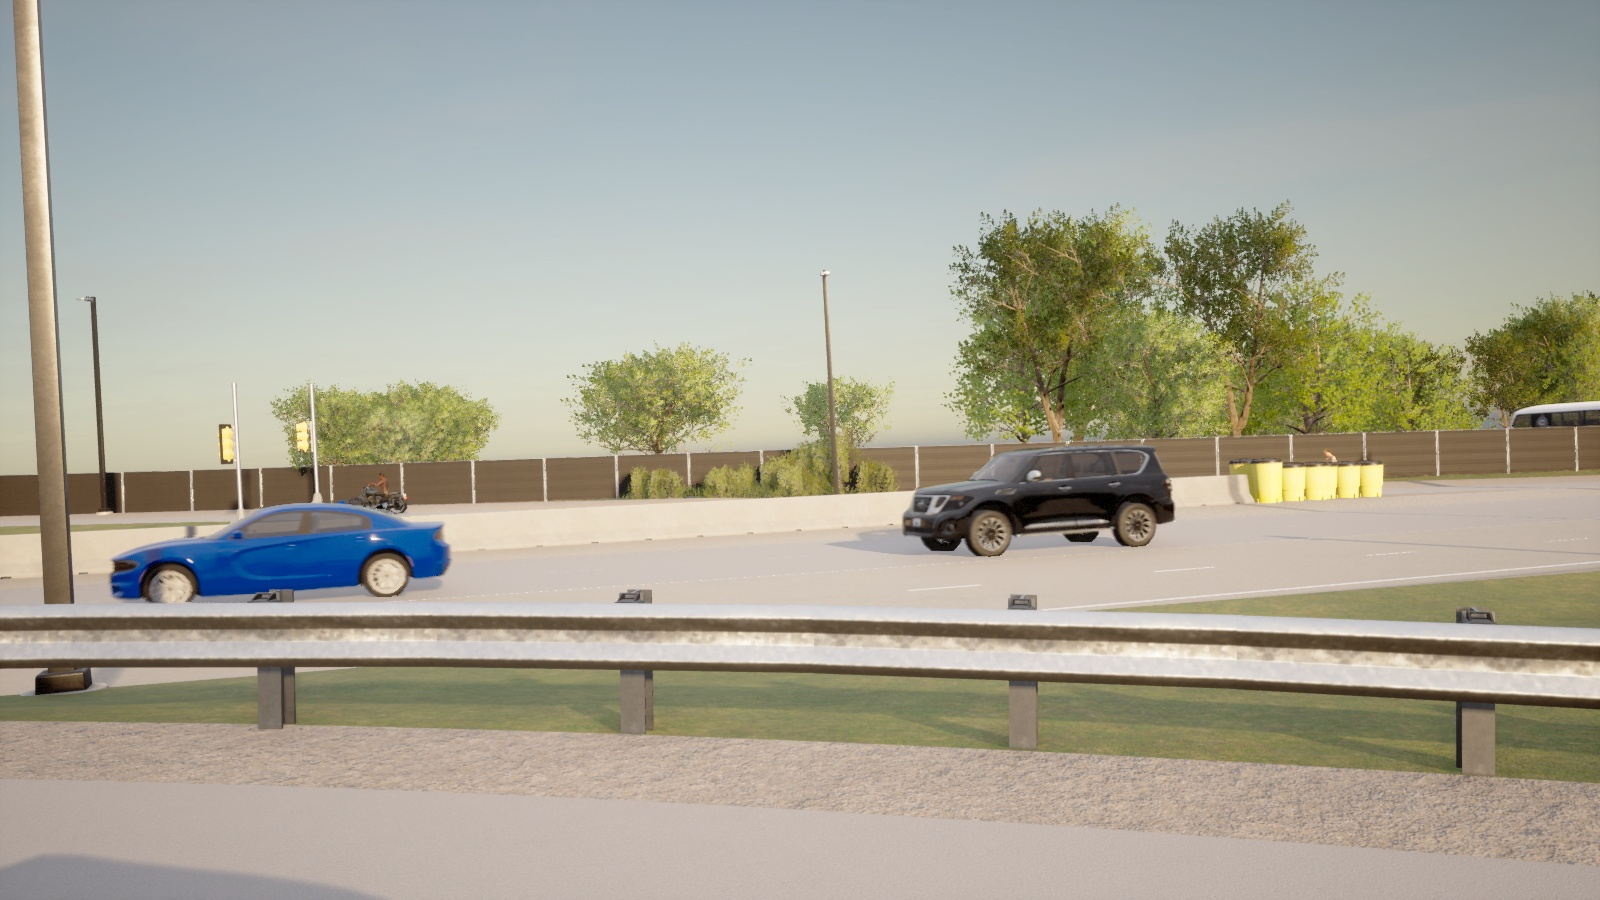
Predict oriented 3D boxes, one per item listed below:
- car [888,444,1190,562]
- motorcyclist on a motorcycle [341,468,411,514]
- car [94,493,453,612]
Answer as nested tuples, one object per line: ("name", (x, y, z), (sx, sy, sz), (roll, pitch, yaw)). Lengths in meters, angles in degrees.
("car", (4.760, 0.992, 25.025), (5.566, 2.045, 2.150), (-1, -1, -21))
("motorcyclist on a motorcycle", (-16.091, 1.551, 47.686), (2.350, 1.649, 0.766), (-1, 0, 6))
("car", (-8.212, 1.545, 19.951), (5.008, 1.535, 1.882), (-1, -1, -21))
